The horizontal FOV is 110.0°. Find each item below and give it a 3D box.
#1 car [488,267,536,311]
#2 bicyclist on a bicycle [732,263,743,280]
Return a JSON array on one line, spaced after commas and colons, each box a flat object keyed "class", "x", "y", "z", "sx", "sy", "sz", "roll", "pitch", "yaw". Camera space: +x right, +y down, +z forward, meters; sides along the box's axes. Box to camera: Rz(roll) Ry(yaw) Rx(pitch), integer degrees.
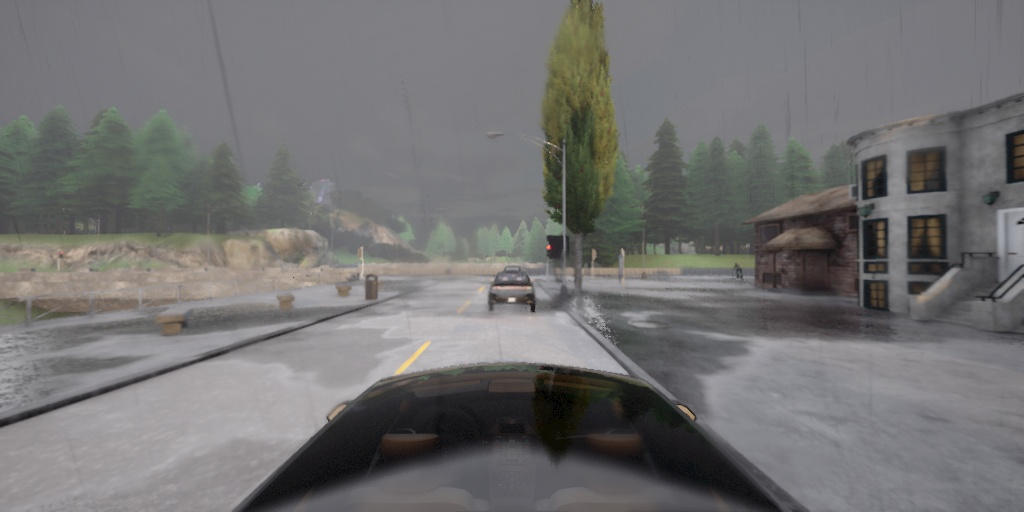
[{"class": "car", "x": 0.020, "y": 1.390, "z": 15.340, "sx": 2.128, "sy": 1.511, "sz": 4.902, "roll": 0, "pitch": 0, "yaw": 0}, {"class": "bicyclist on a bicycle", "x": 20.975, "y": 1.437, "z": 33.413, "sx": 0.582, "sy": 1.620, "sz": 1.656, "roll": -1, "pitch": 0, "yaw": 0}]
